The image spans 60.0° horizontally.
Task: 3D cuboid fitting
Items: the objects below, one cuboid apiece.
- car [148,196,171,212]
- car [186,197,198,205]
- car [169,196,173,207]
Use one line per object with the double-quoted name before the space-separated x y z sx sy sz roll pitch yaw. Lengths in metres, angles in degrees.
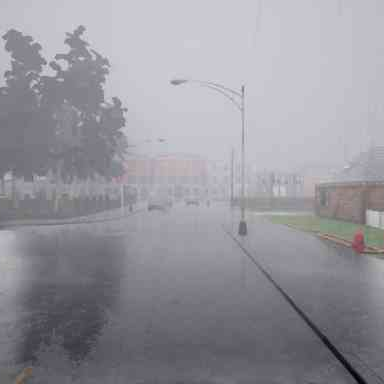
"car" -4.053 1.552 39.697 2.033 1.411 5.357 0 0 0
"car" 0.051 1.570 58.280 1.994 1.385 4.181 0 0 -2
"car" -4.008 1.357 49.846 2.097 1.767 4.553 0 0 1
